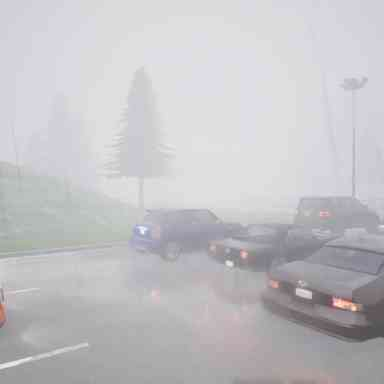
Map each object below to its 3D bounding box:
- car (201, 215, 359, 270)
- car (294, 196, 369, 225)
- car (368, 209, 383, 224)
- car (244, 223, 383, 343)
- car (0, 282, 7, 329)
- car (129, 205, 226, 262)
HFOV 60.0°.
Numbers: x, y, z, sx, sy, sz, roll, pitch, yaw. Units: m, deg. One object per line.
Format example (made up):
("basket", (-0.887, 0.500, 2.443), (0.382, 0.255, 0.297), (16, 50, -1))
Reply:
("car", (2.799, 1.601, 10.036), (4.718, 1.301, 1.895), (0, 0, -35))
("car", (7.854, 1.221, 17.934), (5.566, 2.045, 2.150), (0, 0, -35))
("car", (10.631, 1.547, 15.574), (5.357, 1.411, 2.033), (0, 0, -38))
("car", (3.699, 1.547, 6.382), (5.357, 1.411, 2.033), (0, 0, -35))
("car", (-5.077, 1.352, 4.425), (4.553, 1.767, 2.097), (0, 0, -36))
("car", (0.058, 1.352, 12.379), (4.553, 1.767, 2.097), (0, 0, -36))
